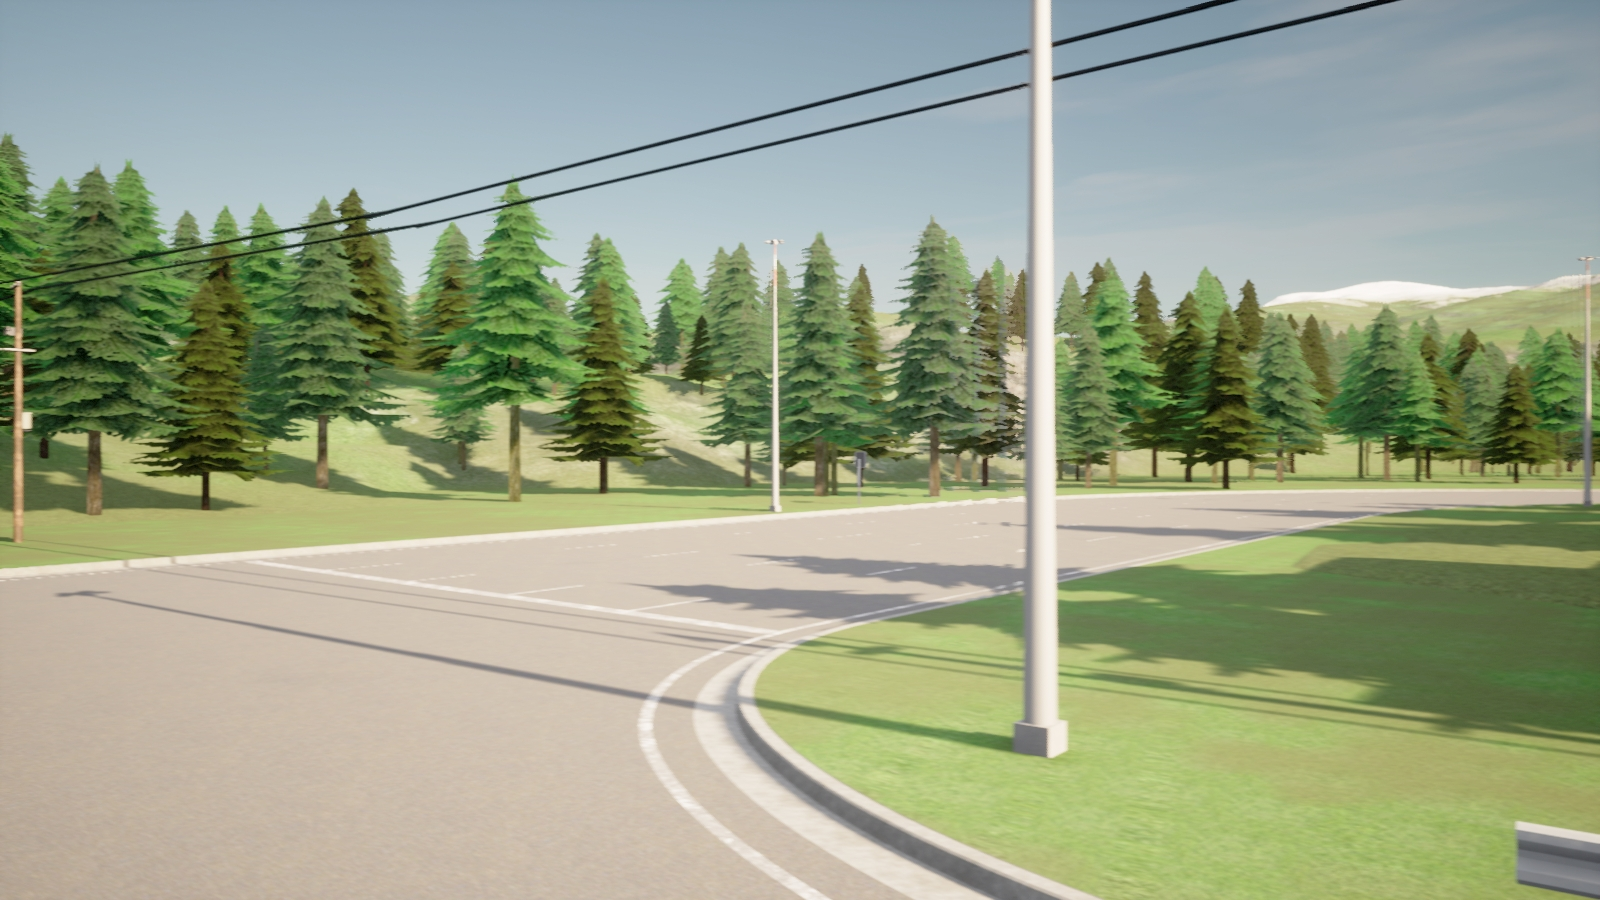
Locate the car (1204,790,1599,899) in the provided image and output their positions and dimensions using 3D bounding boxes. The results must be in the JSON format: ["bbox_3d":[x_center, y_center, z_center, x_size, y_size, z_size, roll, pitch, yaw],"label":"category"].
[{"bbox_3d":[3.253,1.981,1.544,5.238,1.638,2.097,0,0,36],"label":"car"}]
